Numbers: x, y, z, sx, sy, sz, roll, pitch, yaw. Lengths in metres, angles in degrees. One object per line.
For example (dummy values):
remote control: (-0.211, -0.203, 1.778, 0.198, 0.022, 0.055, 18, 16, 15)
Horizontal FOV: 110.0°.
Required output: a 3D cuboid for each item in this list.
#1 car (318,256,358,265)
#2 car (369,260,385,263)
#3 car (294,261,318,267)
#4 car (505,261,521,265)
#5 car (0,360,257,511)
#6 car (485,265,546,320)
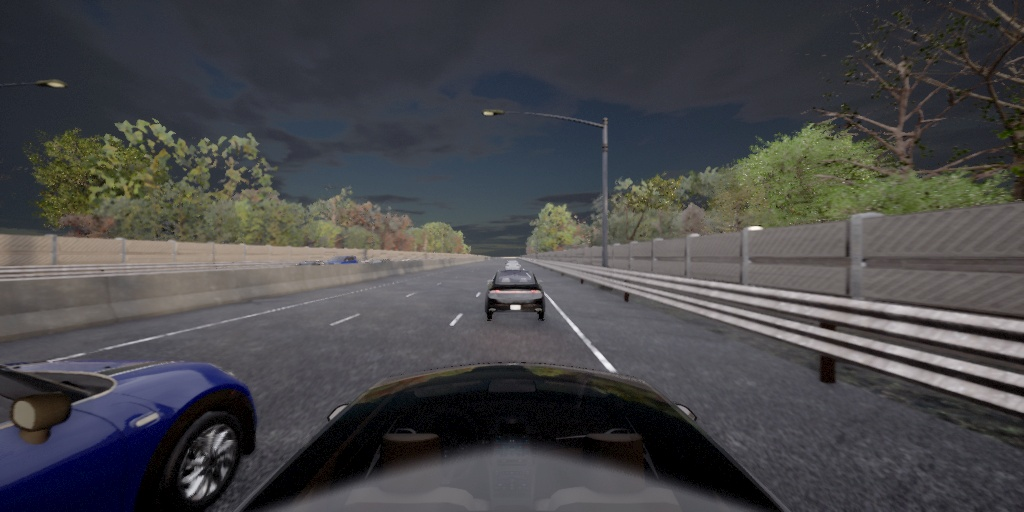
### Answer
car: (-21.075, 0.992, 44.286, 2.150, 2.045, 5.566, 0, 0, 0)
car: (-17.574, 1.246, 46.513, 1.882, 1.535, 5.008, 0, 0, 0)
car: (-24.575, 1.332, 43.409, 1.994, 1.385, 4.181, 0, 0, 0)
car: (0.102, 1.292, 44.367, 1.812, 1.442, 4.674, 0, 0, 0)
car: (-3.401, 1.102, 1.420, 2.097, 1.767, 4.553, 0, 0, 0)
car: (0.100, 1.246, 12.591, 2.128, 1.511, 4.902, 0, 0, 0)
